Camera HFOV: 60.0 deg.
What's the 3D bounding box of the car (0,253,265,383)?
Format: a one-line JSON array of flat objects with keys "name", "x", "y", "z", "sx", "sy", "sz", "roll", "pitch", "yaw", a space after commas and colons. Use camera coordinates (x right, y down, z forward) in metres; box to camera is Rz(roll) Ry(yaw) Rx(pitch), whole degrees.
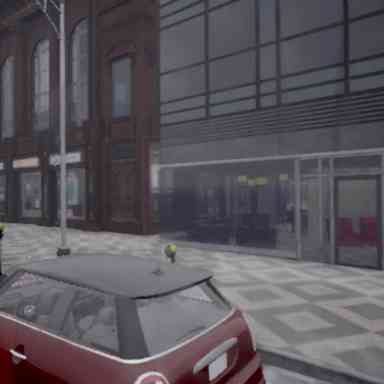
[{"name": "car", "x": -1.368, "y": 1.444, "z": 3.835, "sx": 4.097, "sy": 1.590, "sz": 1.967, "roll": 0, "pitch": -1, "yaw": 36}]
